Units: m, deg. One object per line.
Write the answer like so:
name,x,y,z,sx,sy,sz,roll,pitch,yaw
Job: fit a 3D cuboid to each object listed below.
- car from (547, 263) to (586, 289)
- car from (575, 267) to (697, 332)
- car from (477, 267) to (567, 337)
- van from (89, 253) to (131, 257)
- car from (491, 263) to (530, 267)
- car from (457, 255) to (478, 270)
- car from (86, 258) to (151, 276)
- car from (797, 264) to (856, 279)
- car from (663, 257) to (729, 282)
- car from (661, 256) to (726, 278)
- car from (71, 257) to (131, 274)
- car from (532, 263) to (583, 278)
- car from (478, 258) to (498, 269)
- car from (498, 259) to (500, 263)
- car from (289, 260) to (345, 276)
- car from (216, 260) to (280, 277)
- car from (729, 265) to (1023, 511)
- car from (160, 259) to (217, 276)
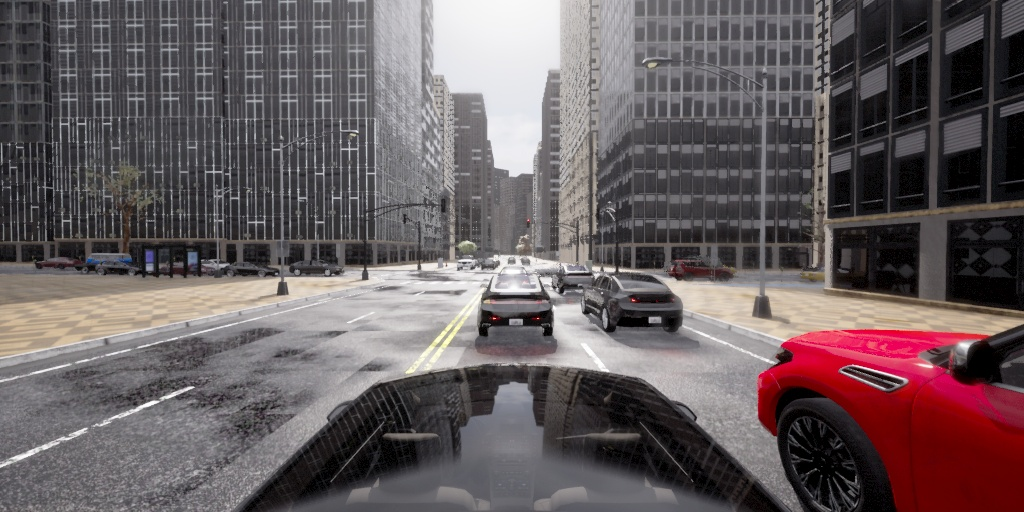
car,3.333,1.232,20.046,2.128,1.511,4.902,0,0,0
car,3.340,1.251,10.798,1.837,1.490,4.892,0,0,0
car,0.091,1.238,10.303,2.128,1.511,4.902,0,0,0
van,-45.325,0.604,40.339,3.998,1.789,1.690,0,0,1
car,0.083,1.288,20.038,2.033,1.411,5.357,0,0,0
car,-6.638,0.935,52.526,2.150,2.045,5.566,0,0,0
car,-34.125,1.069,31.690,4.313,1.339,1.948,0,0,1
car,31.830,1.561,36.423,4.181,1.385,1.994,0,1,1
car,16.165,1.269,30.904,5.009,1.841,2.192,0,0,1
car,18.485,1.101,36.648,5.566,2.045,2.150,0,1,0
car,-38.615,1.020,34.416,4.718,1.301,1.895,1,1,1
car,4.493,1.380,35.529,4.718,1.301,1.895,0,1,-18
car,-3.388,1.192,52.077,1.882,1.535,5.008,0,0,0
car,-3.390,1.267,61.663,1.994,1.385,4.181,0,0,0
car,-18.439,1.108,34.000,4.892,1.490,1.837,1,1,2
car,-22.760,1.173,31.394,4.313,1.339,1.948,0,0,1
car,3.348,0.972,0.934,2.150,2.045,5.566,0,0,0
car,-28.445,1.138,31.522,4.207,1.307,1.802,0,0,1
